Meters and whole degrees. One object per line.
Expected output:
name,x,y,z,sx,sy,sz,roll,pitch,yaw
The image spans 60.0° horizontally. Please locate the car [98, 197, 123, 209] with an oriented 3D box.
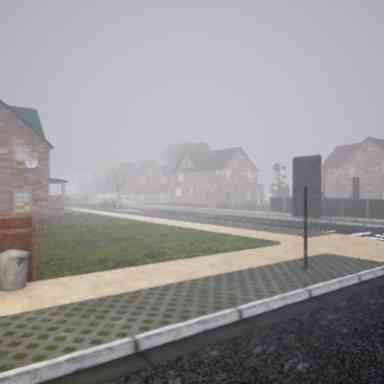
car,-10.454,1.376,42.571,2.128,1.511,4.902,0,0,-36
